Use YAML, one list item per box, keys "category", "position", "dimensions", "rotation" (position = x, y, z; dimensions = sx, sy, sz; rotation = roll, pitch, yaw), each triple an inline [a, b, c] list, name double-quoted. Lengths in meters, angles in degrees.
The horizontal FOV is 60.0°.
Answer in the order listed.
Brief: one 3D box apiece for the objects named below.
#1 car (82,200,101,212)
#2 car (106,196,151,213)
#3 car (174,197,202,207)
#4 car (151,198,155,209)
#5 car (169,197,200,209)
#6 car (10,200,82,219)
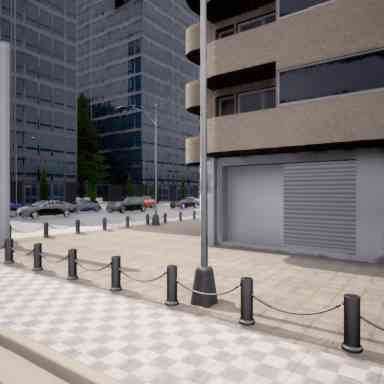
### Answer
- category: "car"
  position: [-11.722, 1.508, 35.292]
  dimensions: [1.994, 1.385, 4.181]
  rotation: [0, 0, 36]
- category: "car"
  position: [-7.047, 1.296, 35.798]
  dimensions: [2.097, 1.767, 4.553]
  rotation: [0, 0, 36]
- category: "car"
  position: [-0.606, 1.470, 50.666]
  dimensions: [1.812, 1.442, 4.674]
  rotation: [0, 0, 36]
- category: "car"
  position: [-6.781, 1.297, 42.142]
  dimensions: [2.097, 1.767, 4.553]
  rotation: [0, 0, 36]
- category: "car"
  position: [-0.977, 1.449, 44.198]
  dimensions: [1.837, 1.490, 4.892]
  rotation: [0, 0, 36]
- category: "car"
  position: [-12.387, 1.436, 28.395]
  dimensions: [2.128, 1.511, 4.902]
  rotation: [0, 0, 36]
